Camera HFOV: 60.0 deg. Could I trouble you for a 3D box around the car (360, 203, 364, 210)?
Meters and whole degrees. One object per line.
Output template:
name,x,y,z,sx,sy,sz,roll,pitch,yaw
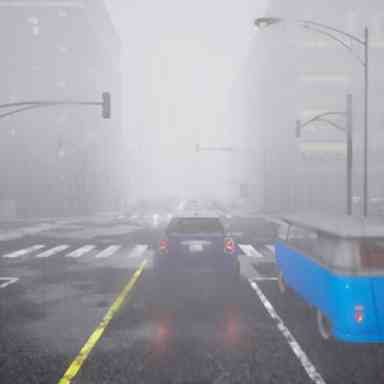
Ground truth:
car,15.759,1.018,25.671,5.009,1.841,2.192,-1,1,0

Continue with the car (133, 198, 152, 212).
car,-5.698,1.548,38.545,1.947,1.339,4.313,0,0,0

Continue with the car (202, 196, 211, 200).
car,2.683,1.547,44.056,1.947,1.339,4.313,0,0,0

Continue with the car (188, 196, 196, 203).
car,0.000,1.507,72.154,1.812,1.442,4.674,0,0,0

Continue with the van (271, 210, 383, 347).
van,2.681,1.337,6.138,1.690,1.788,3.998,0,0,0

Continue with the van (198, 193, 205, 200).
van,2.681,1.332,93.768,1.690,1.788,3.998,-1,0,0

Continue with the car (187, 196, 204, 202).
car,0.100,1.508,36.634,1.812,1.442,4.674,0,0,0

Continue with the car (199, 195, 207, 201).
car,2.683,1.512,82.890,1.752,1.417,4.829,0,0,0

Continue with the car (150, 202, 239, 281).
car,0.100,1.346,9.996,2.097,1.767,4.553,0,0,0

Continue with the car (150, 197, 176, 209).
car,-3.095,1.583,36.634,1.895,1.301,4.718,0,0,0

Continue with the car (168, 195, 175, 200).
car,-5.698,1.516,93.610,1.752,1.417,4.829,0,0,0

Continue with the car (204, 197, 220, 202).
car,2.683,1.564,38.533,1.802,1.307,4.206,0,0,0

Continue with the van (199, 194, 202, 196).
van,2.682,1.323,60.627,1.690,1.788,3.998,0,0,0

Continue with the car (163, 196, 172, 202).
car,-5.697,1.566,77.210,1.802,1.307,4.206,0,0,0

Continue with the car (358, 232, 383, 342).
car,2.681,1.315,0.611,2.192,1.841,5.009,0,0,0

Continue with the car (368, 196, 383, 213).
car,15.328,1.208,23.095,5.008,1.535,1.882,-1,0,0

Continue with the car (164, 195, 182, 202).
car,-3.074,1.332,51.478,2.097,1.767,4.553,0,0,0

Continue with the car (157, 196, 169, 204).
car,-5.698,1.527,66.163,1.887,1.381,4.507,0,0,0

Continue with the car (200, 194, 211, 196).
car,2.683,1.526,55.103,1.887,1.381,4.507,0,0,0

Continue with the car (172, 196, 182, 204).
car,-3.013,1.507,66.774,1.812,1.442,4.674,0,0,0

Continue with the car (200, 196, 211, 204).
car,2.684,1.548,66.150,1.947,1.339,4.313,0,0,0
